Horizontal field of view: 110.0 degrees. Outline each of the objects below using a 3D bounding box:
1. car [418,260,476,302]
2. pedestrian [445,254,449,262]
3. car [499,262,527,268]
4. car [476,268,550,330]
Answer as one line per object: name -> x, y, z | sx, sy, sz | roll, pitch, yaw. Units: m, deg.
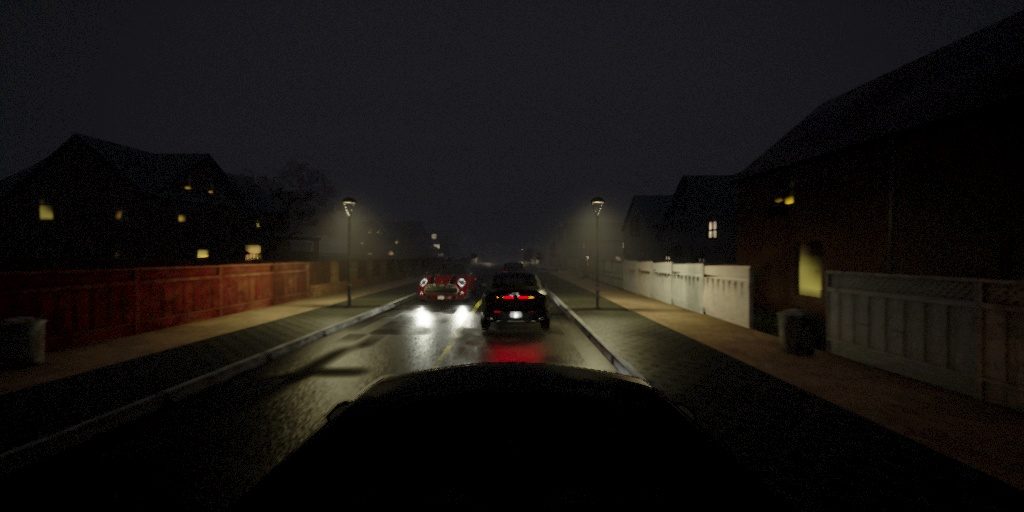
car -> -2.848, 1.076, 16.635 | 2.097, 1.767, 4.553 | 0, 0, 0
pedestrian -> -9.679, 0.542, 52.933 | 0.375, 1.860, 0.375 | 0, 0, 1
car -> 0.097, 1.213, 26.420 | 1.837, 1.490, 4.892 | 0, 0, 0
car -> 0.096, 1.234, 11.161 | 1.837, 1.490, 4.892 | 0, -1, 0
